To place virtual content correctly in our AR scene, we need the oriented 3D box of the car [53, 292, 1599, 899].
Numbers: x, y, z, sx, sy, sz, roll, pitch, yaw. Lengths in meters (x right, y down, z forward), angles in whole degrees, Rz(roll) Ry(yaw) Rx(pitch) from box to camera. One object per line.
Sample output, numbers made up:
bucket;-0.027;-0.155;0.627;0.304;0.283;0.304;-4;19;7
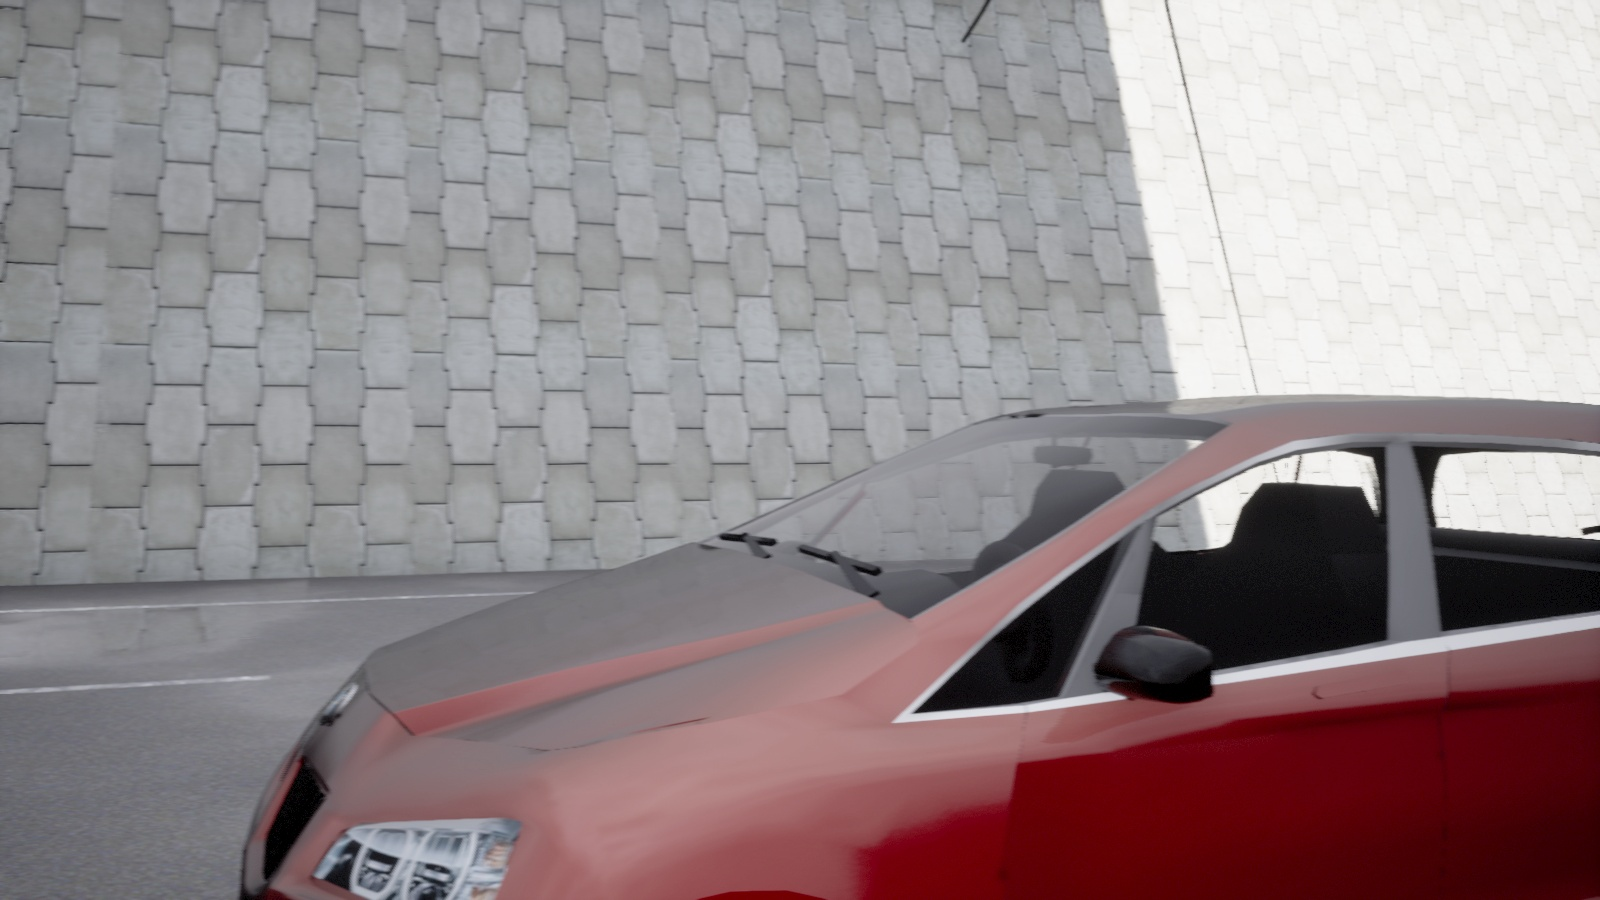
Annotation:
car;0.782;0.576;3.534;4.611;1.667;2.242;-1;1;-21
